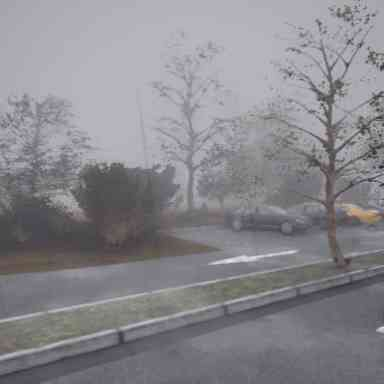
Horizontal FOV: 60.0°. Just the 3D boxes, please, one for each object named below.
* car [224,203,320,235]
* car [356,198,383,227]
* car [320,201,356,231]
[{"bbox_3d":[4.148,1.442,18.496,4.892,1.521,2.231,-1,-1,36],"label":"car"},{"bbox_3d":[9.631,1.425,22.382,5.366,1.575,1.946,-1,0,36],"label":"car"},{"bbox_3d":[6.972,1.435,20.379,4.892,1.521,2.231,-1,0,36],"label":"car"}]
